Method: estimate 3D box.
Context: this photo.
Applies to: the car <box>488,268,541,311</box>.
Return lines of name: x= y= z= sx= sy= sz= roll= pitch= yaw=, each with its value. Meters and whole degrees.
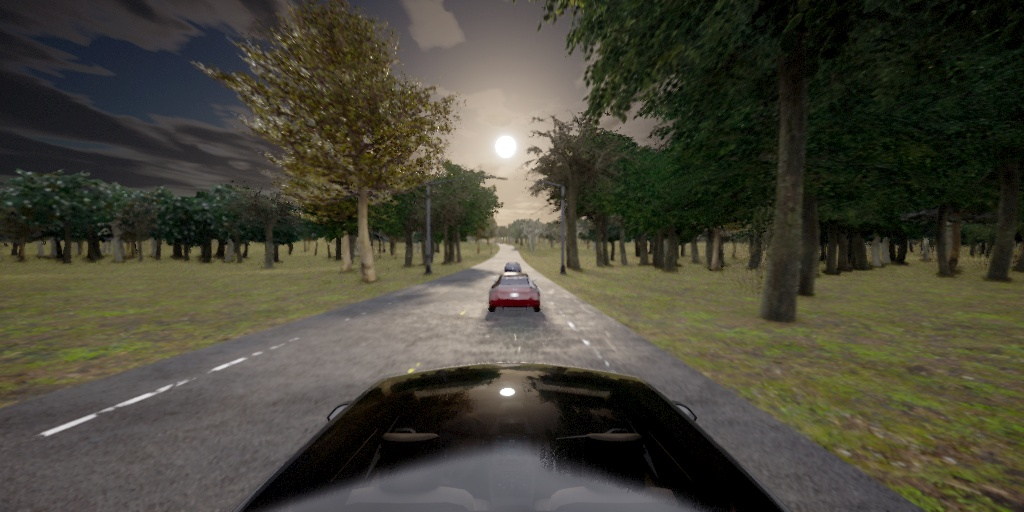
car: x=0.091 y=1.360 z=14.752 sx=1.994 sy=1.385 sz=4.181 roll=0 pitch=0 yaw=0

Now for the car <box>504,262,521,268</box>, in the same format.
car: x=0.079 y=1.351 z=43.616 sx=1.994 sy=1.385 sz=4.181 roll=0 pitch=0 yaw=0
